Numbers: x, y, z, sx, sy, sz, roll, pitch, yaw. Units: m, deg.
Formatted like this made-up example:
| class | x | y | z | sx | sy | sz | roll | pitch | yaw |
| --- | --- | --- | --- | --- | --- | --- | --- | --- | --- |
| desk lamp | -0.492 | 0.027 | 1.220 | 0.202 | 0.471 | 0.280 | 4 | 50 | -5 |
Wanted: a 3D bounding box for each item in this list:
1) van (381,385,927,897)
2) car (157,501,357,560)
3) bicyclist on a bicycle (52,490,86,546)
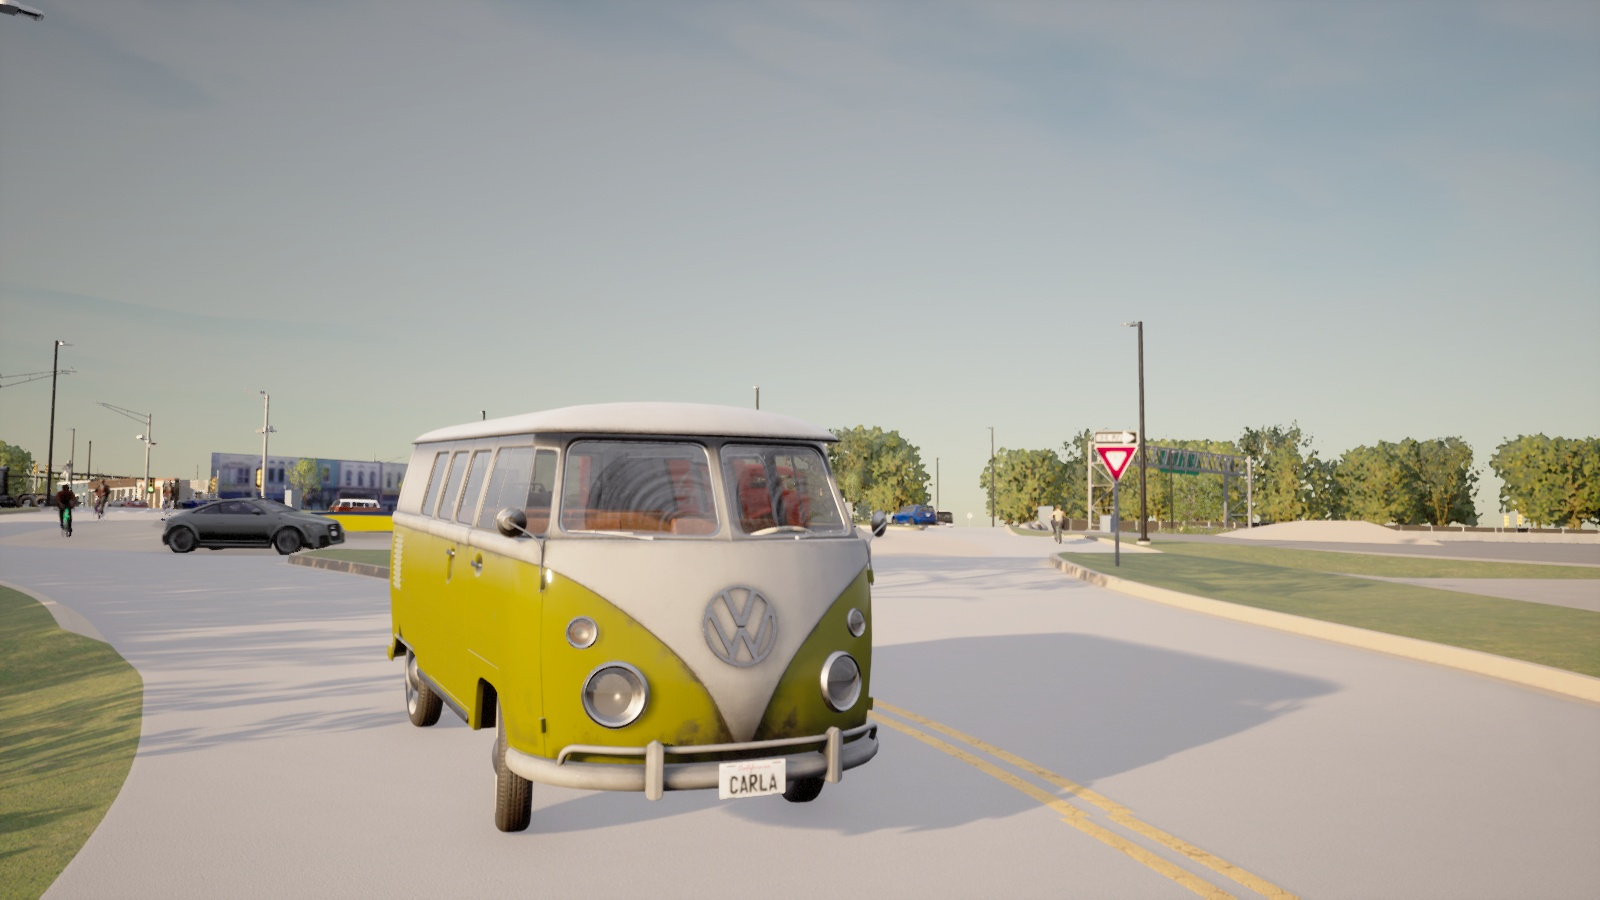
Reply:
| class | x | y | z | sx | sy | sz | roll | pitch | yaw |
| --- | --- | --- | --- | --- | --- | --- | --- | --- | --- |
| van | -1.195 | 0.790 | 7.278 | 1.775 | 1.987 | 4.442 | 1 | -1 | -26 |
| car | -13.605 | 2.002 | 31.644 | 4.181 | 1.385 | 1.994 | 0 | -1 | 1 |
| bicyclist on a bicycle | -22.167 | 2.038 | 38.071 | 0.582 | 1.620 | 1.656 | -2 | 0 | -39 |
